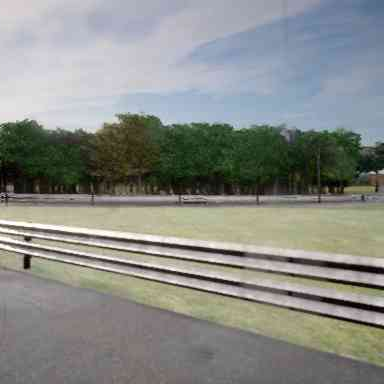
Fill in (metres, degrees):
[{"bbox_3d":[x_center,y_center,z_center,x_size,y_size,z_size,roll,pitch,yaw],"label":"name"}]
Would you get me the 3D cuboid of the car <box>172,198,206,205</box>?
[{"bbox_3d":[-0.417,1.141,44.982,4.718,1.301,1.895,0,0,-10],"label":"car"}]
